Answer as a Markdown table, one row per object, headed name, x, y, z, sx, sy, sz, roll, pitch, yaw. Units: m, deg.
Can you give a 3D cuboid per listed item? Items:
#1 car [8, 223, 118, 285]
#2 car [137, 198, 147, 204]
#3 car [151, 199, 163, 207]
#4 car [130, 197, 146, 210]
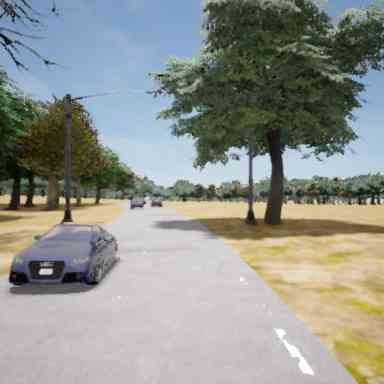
| name | x | y | z | sx | sy | sz | roll | pitch | yaw |
| --- | --- | --- | --- | --- | --- | --- | --- | --- | --- |
| car | -3.362 | 1.611 | 9.478 | 1.994 | 1.385 | 4.181 | 1 | 0 | -3 |
| car | -11.916 | 2.148 | 79.053 | 2.128 | 1.511 | 4.902 | 1 | -1 | -13 |
| car | -6.494 | 2.047 | 61.268 | 1.812 | 1.442 | 4.674 | 1 | -1 | -14 |
| car | -8.249 | 1.776 | 49.926 | 1.882 | 1.535 | 5.008 | 1 | -1 | -11 |
